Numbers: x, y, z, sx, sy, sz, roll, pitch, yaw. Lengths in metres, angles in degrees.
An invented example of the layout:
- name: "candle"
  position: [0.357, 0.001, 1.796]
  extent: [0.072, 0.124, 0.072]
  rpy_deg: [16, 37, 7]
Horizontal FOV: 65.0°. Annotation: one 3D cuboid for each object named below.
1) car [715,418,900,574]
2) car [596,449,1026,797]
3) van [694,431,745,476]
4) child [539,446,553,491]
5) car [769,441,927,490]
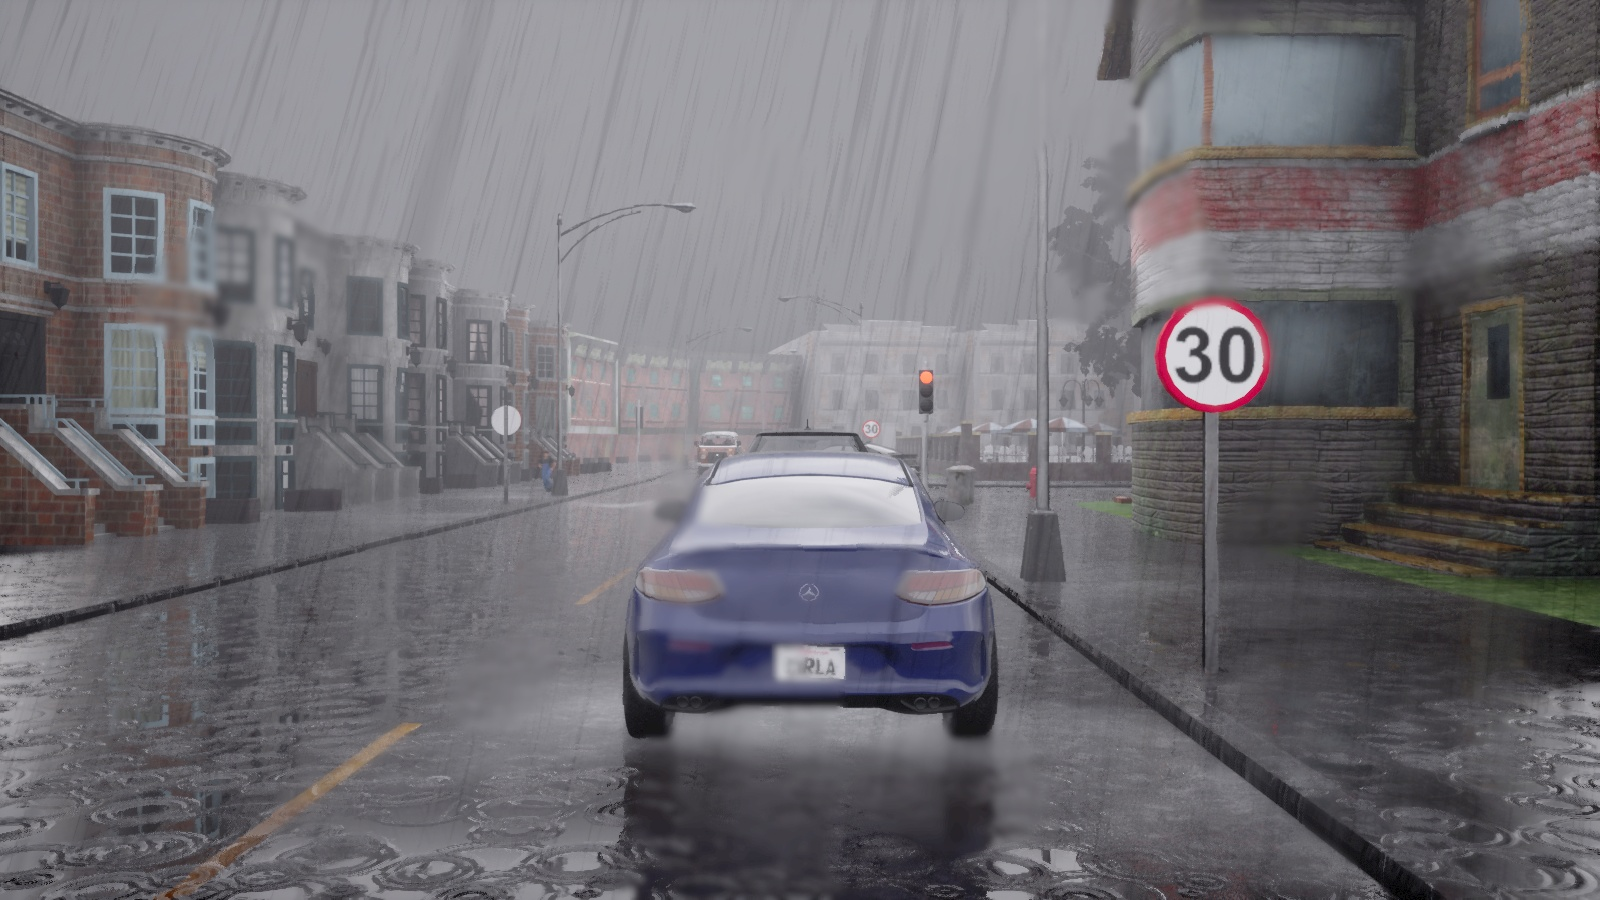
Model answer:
- name: "car"
  position: [0.102, 0.512, 16.547]
  extent: [2.097, 1.767, 4.553]
  rpy_deg: [0, 0, 0]
- name: "car"
  position: [0.058, 0.729, 7.638]
  extent: [1.812, 1.442, 4.674]
  rpy_deg: [0, 0, 0]
- name: "van"
  position: [-3.687, 0.138, 58.264]
  extent: [2.069, 2.038, 4.480]
  rpy_deg: [0, 0, 0]
- name: "child"
  position: [-7.195, 0.529, 35.640]
  extent: [0.270, 1.263, 0.437]
  rpy_deg: [0, 0, 6]
- name: "car"
  position: [1.562, 0.491, 41.624]
  extent: [5.008, 1.535, 1.882]
  rpy_deg: [0, 0, 35]
